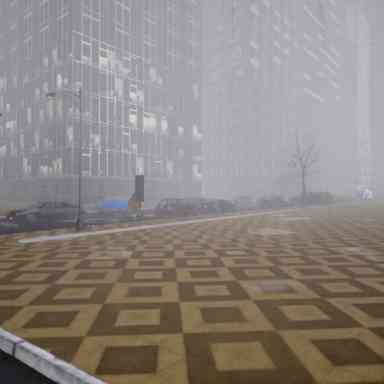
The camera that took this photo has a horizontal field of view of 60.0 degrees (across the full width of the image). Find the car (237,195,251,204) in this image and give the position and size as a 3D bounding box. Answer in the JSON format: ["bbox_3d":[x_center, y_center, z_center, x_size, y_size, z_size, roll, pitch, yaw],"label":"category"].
[{"bbox_3d":[7.301,1.148,49.919,1.947,1.339,4.313,1,1,41],"label":"car"}]

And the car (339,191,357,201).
[{"bbox_3d":[28.575,0.957,61.849,1.752,1.417,4.829,1,1,41],"label":"car"}]

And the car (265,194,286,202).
[{"bbox_3d":[14.709,1.056,58.556,1.947,1.339,4.313,1,1,41],"label":"car"}]

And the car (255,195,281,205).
[{"bbox_3d":[11.609,1.233,50.819,1.895,1.301,4.718,0,1,41],"label":"car"}]

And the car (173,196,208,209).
[{"bbox_3d":[-0.112,1.218,41.290,1.887,1.381,4.507,1,1,41],"label":"car"}]

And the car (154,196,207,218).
[{"bbox_3d":[-1.070,1.240,27.097,1.967,1.590,4.097,1,1,41],"label":"car"}]

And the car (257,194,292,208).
[{"bbox_3d":[9.947,1.244,40.131,1.802,1.307,4.206,1,1,41],"label":"car"}]

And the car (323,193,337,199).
[{"bbox_3d":[33.227,0.829,80.147,1.947,1.339,4.313,1,1,41],"label":"car"}]

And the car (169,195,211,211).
[{"bbox_3d":[-0.177,1.187,37.223,1.882,1.535,5.008,0,1,41],"label":"car"}]

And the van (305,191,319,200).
[{"bbox_3d":[25.821,0.695,71.507,1.690,1.788,3.998,1,1,41],"label":"van"}]

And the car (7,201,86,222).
[{"bbox_3d":[-10.733,1.388,24.923,2.033,1.411,5.357,0,1,41],"label":"car"}]

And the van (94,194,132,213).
[{"bbox_3d":[-7.603,1.106,32.725,1.690,1.788,3.998,1,1,41],"label":"van"}]

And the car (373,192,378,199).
[{"bbox_3d":[39.575,0.848,74.675,2.008,1.369,4.403,1,1,41],"label":"car"}]

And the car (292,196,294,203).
[{"bbox_3d":[17.160,1.101,52.683,1.994,1.385,4.181,0,1,41],"label":"car"}]

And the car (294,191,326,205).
[{"bbox_3d":[17.355,0.885,48.764,2.192,1.841,5.009,1,1,41],"label":"car"}]

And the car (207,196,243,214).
[{"bbox_3d":[2.590,1.320,31.453,1.947,1.339,4.313,1,1,41],"label":"car"}]

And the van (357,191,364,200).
[{"bbox_3d":[35.873,0.683,70.354,1.690,1.788,3.998,1,1,41],"label":"van"}]

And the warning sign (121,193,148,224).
[{"bbox_3d":[-3.582,0.977,20.725,1.300,1.860,1.060,0,0,41],"label":"warning sign"}]

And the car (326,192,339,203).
[{"bbox_3d":[21.058,0.840,53.081,2.192,1.841,5.009,1,1,41],"label":"car"}]
